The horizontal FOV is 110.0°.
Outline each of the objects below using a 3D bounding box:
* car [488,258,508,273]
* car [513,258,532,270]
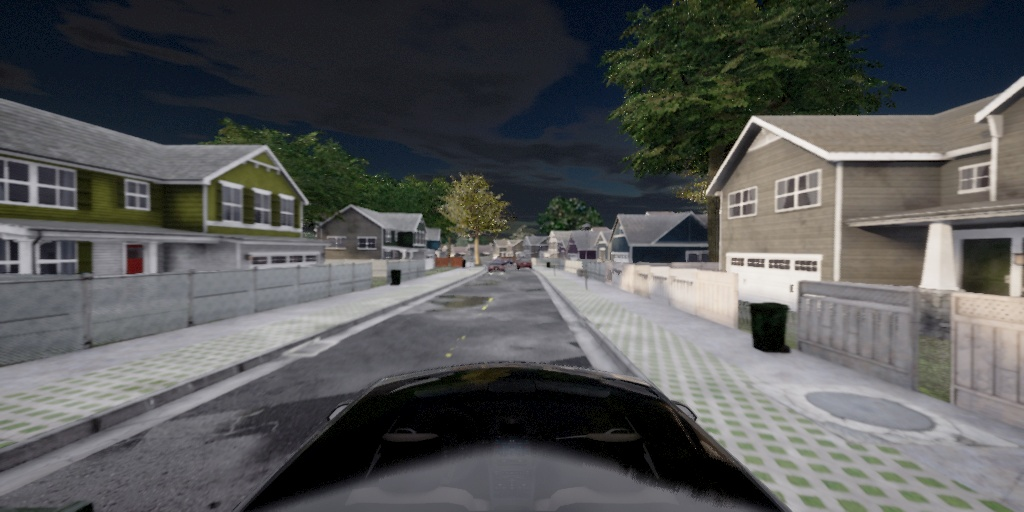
[{"bbox_3d":[-1.808,1.246,42.955,1.994,1.385,4.181,0,0,-1],"label":"car"},{"bbox_3d":[1.723,1.023,52.750,2.097,1.767,4.553,-1,0,-3],"label":"car"}]
